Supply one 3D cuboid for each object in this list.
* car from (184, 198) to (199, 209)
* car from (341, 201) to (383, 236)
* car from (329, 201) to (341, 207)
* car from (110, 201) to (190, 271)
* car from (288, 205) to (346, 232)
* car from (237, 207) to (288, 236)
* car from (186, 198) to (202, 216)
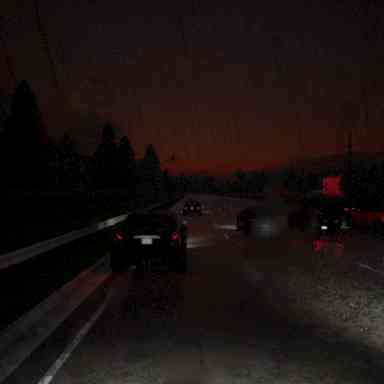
[{"bbox_3d":[0.022,1.593,46.933,1.994,1.385,4.181,0,0,2],"label":"car"},{"bbox_3d":[10.604,1.364,18.694,2.097,1.767,4.553,0,0,0],"label":"car"},{"bbox_3d":[14.107,1.567,31.553,2.033,1.411,5.357,0,0,0],"label":"car"},{"bbox_3d":[-1.223,1.358,11.126,2.097,1.767,4.553,0,0,0],"label":"car"},{"bbox_3d":[7.105,1.613,20.069,1.895,1.301,4.718,0,0,0],"label":"car"},{"bbox_3d":[3.604,1.537,18.295,1.812,1.442,4.674,0,0,0],"label":"car"},{"bbox_3d":[0.057,1.569,33.438,2.033,1.411,5.357,0,0,1],"label":"car"}]
